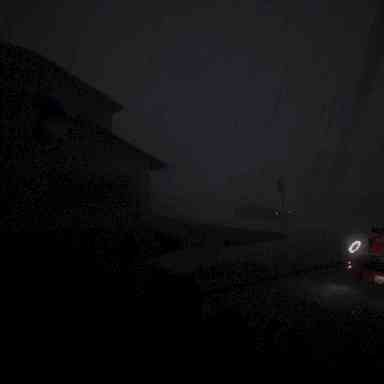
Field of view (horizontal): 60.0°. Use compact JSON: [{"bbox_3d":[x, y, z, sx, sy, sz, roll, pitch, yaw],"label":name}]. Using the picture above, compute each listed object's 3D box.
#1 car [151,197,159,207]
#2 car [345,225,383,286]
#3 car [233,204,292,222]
[{"bbox_3d":[-6.751,1.526,50.831,1.812,1.442,4.674,0,0,-36],"label":"car"},{"bbox_3d":[6.008,1.352,8.680,4.553,1.767,2.097,0,0,-36],"label":"car"},{"bbox_3d":[5.509,1.601,26.318,1.895,1.301,4.718,0,0,-35],"label":"car"}]
